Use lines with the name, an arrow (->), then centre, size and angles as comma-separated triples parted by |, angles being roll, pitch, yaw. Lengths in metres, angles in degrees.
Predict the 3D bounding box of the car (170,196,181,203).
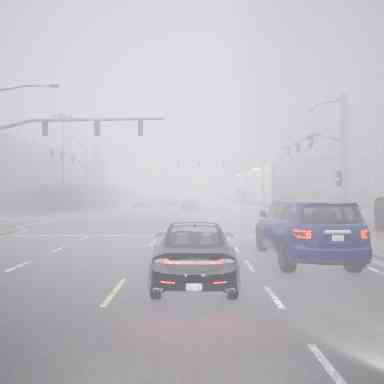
car -> -3.493, 1.540, 71.880 | 2.033, 1.411, 5.357 | 0, 0, 0

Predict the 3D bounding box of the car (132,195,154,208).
car -> -7.140, 1.352, 47.268 | 2.097, 1.767, 4.553 | 0, 0, 2

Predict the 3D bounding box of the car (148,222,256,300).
car -> 0.058, 1.492, 8.391 | 2.128, 1.511, 4.902 | 0, 0, 0

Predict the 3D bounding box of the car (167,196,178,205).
car -> -3.562, 1.505, 61.480 | 1.837, 1.490, 4.892 | 0, 0, 1

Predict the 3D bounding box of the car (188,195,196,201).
car -> 0.009, 1.552, 88.826 | 1.994, 1.385, 4.181 | 0, 0, 0

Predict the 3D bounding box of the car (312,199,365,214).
car -> 15.586, 1.560, 35.628 | 4.892, 1.490, 1.837 | 0, 0, 0

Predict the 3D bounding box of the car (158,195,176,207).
car -> -3.581, 1.547, 51.885 | 2.033, 1.411, 5.357 | 0, 0, 0

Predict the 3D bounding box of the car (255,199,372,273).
car -> 3.572, 1.221, 10.834 | 2.150, 2.045, 5.566 | 0, 0, 0

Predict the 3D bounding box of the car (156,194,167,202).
car -> -6.992, 1.355, 76.460 | 2.097, 1.767, 4.553 | 0, 0, 0

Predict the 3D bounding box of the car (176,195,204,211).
car -> -0.145, 1.500, 41.027 | 2.128, 1.511, 4.902 | 0, 0, 9

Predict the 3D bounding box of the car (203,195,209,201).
car -> 3.509, 1.525, 88.823 | 2.128, 1.511, 4.902 | 0, 0, 0

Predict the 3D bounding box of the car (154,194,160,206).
car -> -7.079, 1.352, 56.092 | 2.097, 1.767, 4.553 | 0, 0, 0
